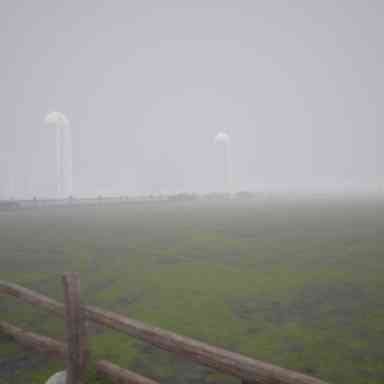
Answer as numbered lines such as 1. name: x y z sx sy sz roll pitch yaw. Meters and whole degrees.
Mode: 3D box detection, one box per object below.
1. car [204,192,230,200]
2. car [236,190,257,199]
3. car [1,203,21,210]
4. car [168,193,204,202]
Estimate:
1. car: 4.476 0.698 59.898 5.357 1.411 2.033 -1 0 -39
2. car: 10.084 0.469 60.940 4.892 1.490 1.837 -1 0 -39
3. car: -20.985 1.367 35.483 4.718 1.301 1.895 -1 0 -39
4. car: -1.209 0.801 51.683 5.357 1.411 2.033 -2 0 -39
